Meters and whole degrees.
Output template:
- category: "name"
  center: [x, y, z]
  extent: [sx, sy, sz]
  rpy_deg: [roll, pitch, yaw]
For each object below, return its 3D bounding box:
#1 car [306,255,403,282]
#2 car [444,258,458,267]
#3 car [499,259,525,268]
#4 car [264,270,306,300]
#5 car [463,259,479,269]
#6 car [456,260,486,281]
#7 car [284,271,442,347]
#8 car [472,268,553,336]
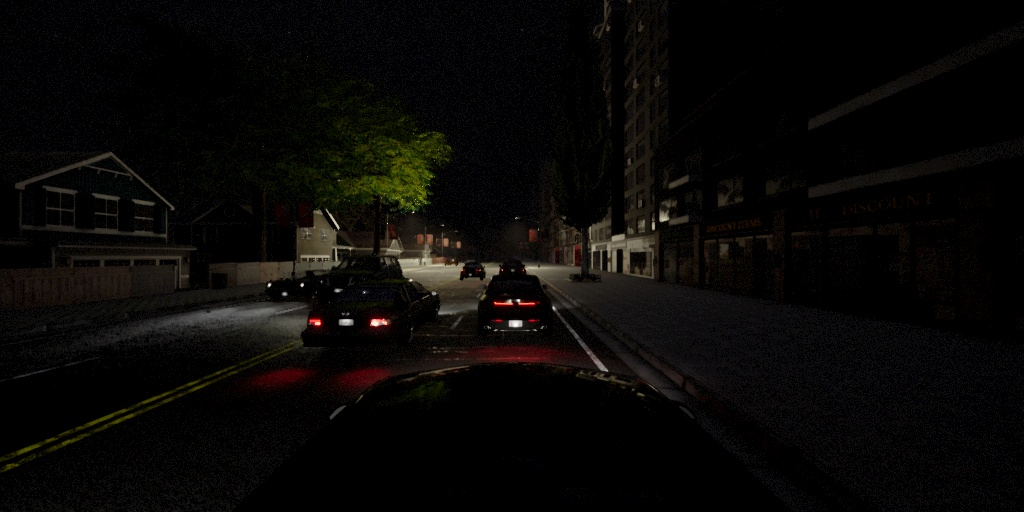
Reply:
- category: "car"
  center: [-6.650, 0.968, 16.404]
  extent: [2.150, 2.045, 5.566]
  rpy_deg: [0, 0, 0]
- category: "car"
  center: [-9.948, 0.970, 59.323]
  extent: [1.994, 1.385, 4.181]
  rpy_deg: [0, 0, 0]
- category: "car"
  center: [0.013, 1.091, 28.646]
  extent: [2.097, 1.767, 4.553]
  rpy_deg: [0, 0, -1]
- category: "car"
  center: [-9.904, 1.346, 17.828]
  extent: [1.895, 1.301, 4.718]
  rpy_deg: [0, 0, 0]
- category: "car"
  center: [-6.699, 1.300, 59.334]
  extent: [2.033, 1.411, 5.357]
  rpy_deg: [0, 0, 0]
- category: "car"
  center: [-3.247, 1.264, 30.172]
  extent: [1.812, 1.442, 4.674]
  rpy_deg: [0, 0, 0]
- category: "car"
  center: [-3.168, 1.296, 9.269]
  extent: [2.033, 1.411, 5.357]
  rpy_deg: [0, 0, -1]
- category: "car"
  center: [0.072, 1.253, 10.365]
  extent: [1.837, 1.490, 4.892]
  rpy_deg: [0, 0, 0]
